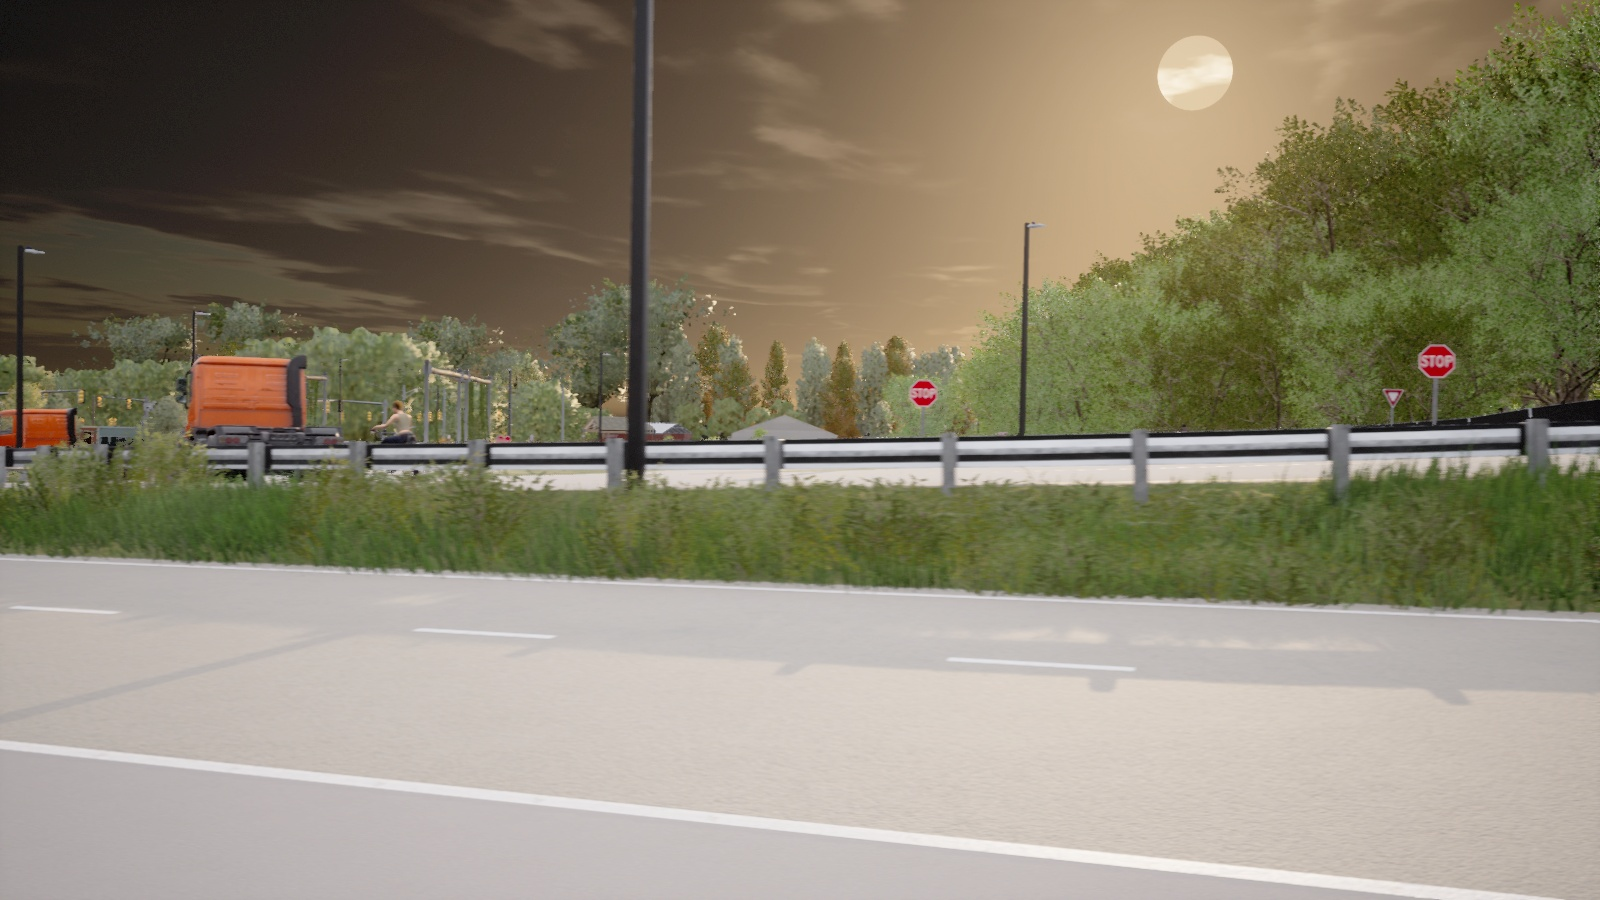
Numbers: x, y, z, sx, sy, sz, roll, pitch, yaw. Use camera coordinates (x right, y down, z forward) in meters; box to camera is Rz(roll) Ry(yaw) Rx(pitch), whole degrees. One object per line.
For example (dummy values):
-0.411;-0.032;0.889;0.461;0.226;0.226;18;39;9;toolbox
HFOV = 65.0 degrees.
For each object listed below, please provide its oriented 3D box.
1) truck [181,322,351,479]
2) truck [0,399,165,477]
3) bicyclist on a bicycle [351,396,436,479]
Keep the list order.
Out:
-13.688;-0.991;31.780;2.891;3.462;7.936;1;-2;-31;truck
-33.863;-0.562;58.780;7.936;3.462;2.891;0;1;22;truck
-8.140;-0.237;25.144;1.509;1.612;0.866;-1;-1;35;bicyclist on a bicycle
